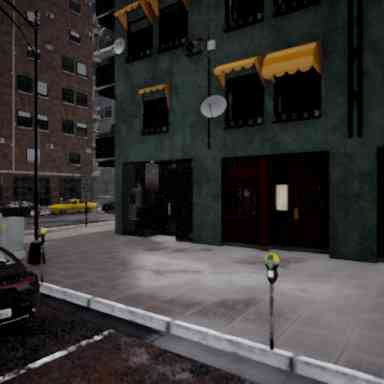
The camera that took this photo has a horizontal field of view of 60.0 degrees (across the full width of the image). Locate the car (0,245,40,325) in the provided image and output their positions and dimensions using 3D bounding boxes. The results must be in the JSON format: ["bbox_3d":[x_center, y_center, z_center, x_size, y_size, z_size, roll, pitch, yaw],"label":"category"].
[{"bbox_3d":[-4.534,1.553,6.104,4.403,1.369,2.008,0,0,35],"label":"car"}]

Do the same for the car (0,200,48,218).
[{"bbox_3d":[-14.101,1.354,26.113,2.008,1.369,4.403,1,1,35],"label":"car"}]

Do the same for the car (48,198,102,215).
[{"bbox_3d":[-11.012,1.254,30.539,1.752,1.417,4.829,1,1,35],"label":"car"}]

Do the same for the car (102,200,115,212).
[{"bbox_3d":[-6.726,1.240,32.172,1.994,1.385,4.181,0,1,35],"label":"car"}]
